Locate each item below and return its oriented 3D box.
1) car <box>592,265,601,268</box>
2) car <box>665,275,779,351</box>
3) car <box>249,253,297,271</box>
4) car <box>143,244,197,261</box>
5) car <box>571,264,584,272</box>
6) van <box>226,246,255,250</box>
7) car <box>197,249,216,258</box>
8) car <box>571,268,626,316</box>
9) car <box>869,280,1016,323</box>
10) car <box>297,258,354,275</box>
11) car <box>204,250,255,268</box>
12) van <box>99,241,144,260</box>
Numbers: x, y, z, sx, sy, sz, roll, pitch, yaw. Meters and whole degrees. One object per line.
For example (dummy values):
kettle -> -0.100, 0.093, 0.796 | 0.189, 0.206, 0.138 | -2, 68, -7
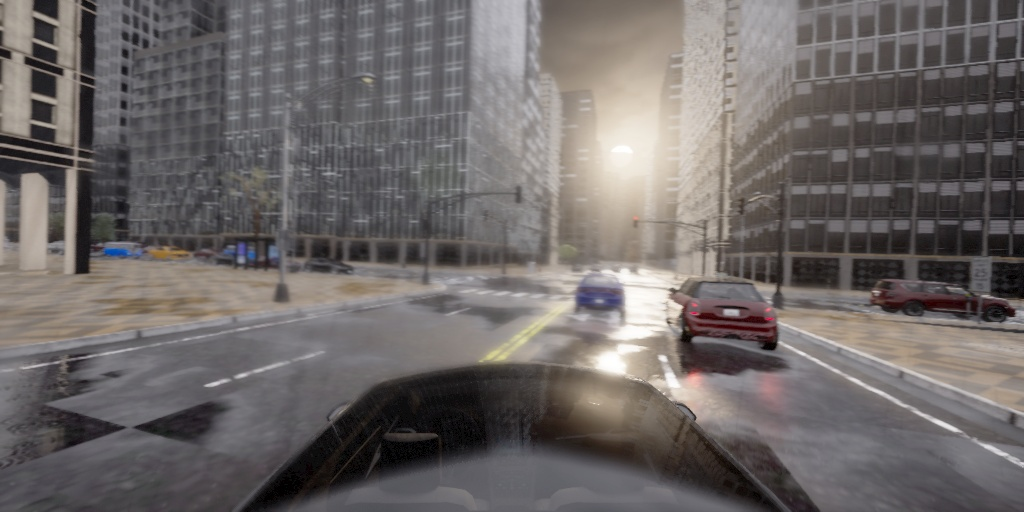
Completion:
car -> 14.710, 2.338, 62.394 | 2.033, 1.411, 5.357 | 2, 0, 17
car -> 5.799, 1.391, 10.486 | 2.097, 1.767, 4.553 | 2, 0, 17
car -> -20.800, 0.641, 31.951 | 4.207, 1.307, 1.802 | 0, 0, 18
car -> -38.804, -0.281, 40.718 | 5.008, 1.535, 1.882 | 2, 0, 19
car -> 11.597, 2.187, 63.348 | 1.837, 1.490, 4.892 | 2, 0, 18
van -> -34.361, -0.276, 45.309 | 3.998, 1.789, 1.690 | 0, 0, 18
car -> -39.759, -0.273, 47.072 | 4.207, 1.307, 1.802 | 0, 0, 18
car -> 3.731, 1.479, 15.070 | 1.882, 1.535, 5.008 | 2, 0, 15
car -> 21.651, 2.228, 18.351 | 5.009, 1.841, 2.192 | 0, 0, 18
car -> -15.406, 0.861, 30.171 | 4.313, 1.339, 1.948 | 0, 0, 18
car -> -26.181, 0.388, 33.769 | 4.313, 1.339, 1.948 | 0, 0, 18
van -> -42.358, -0.548, 39.105 | 3.998, 1.789, 1.690 | 0, 0, 18
